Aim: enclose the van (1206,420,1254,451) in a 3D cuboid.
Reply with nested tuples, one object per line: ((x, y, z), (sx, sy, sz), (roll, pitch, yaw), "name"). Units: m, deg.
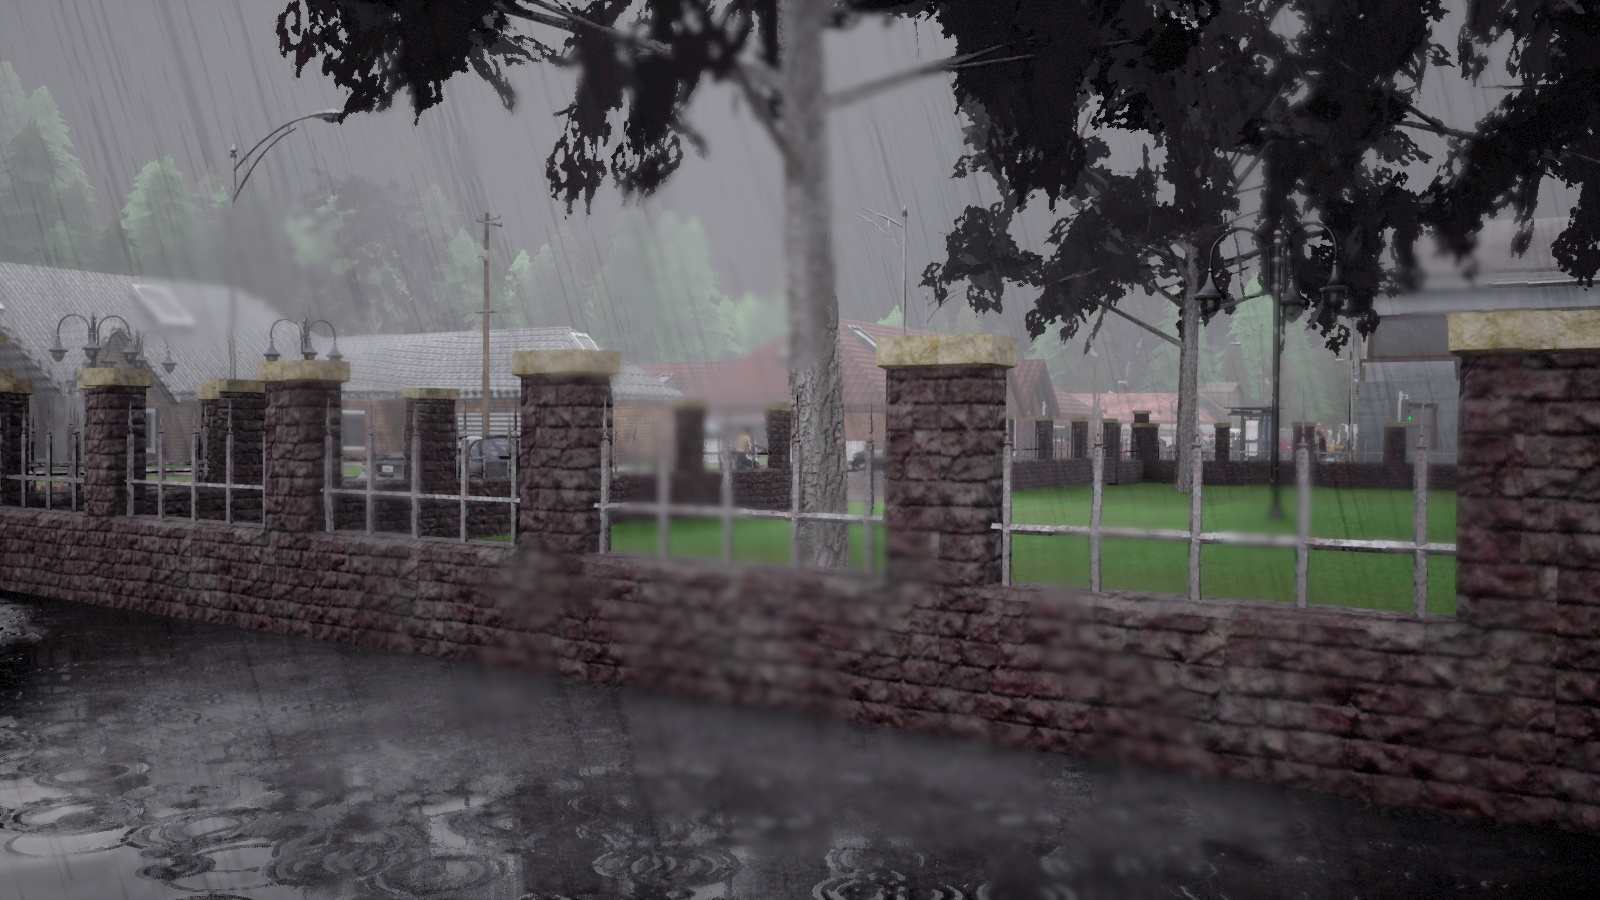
((29.658, -0.996, 86.589), (2.069, 2.038, 4.480), (0, 1, 33), "van")

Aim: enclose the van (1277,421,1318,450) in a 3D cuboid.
((34.197, -1.003, 86.217), (1.775, 1.987, 4.442), (0, 1, 33), "van")

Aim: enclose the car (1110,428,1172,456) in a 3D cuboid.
((19.229, -0.460, 70.638), (2.007, 1.525, 4.514), (0, 1, 34), "car")

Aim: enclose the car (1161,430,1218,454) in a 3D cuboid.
((24.409, -0.515, 78.576), (2.033, 1.411, 5.357), (0, 1, 33), "car")

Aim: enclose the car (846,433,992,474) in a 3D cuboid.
((4.502, 0.093, 47.263), (5.357, 1.411, 2.033), (-1, 1, -33), "car")

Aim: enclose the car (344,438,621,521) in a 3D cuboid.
((-6.040, 0.496, 24.689), (2.033, 1.411, 5.357), (0, 1, 32), "car")
